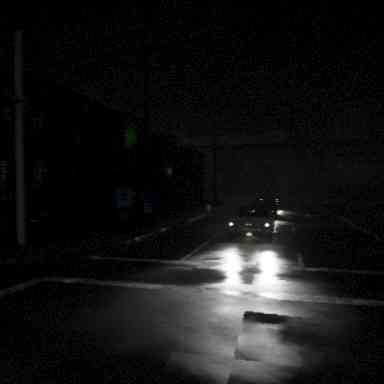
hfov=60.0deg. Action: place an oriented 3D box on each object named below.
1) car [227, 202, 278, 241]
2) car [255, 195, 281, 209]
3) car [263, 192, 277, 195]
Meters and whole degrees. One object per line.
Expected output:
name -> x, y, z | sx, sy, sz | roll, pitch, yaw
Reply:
car -> 2.874, 1.368, 15.589 | 1.895, 1.301, 4.718 | 0, 1, 15
car -> 5.447, 1.172, 24.965 | 2.033, 1.411, 5.357 | 0, 1, 15
car -> 8.103, 0.829, 34.588 | 2.097, 1.767, 4.553 | 0, 1, 16
